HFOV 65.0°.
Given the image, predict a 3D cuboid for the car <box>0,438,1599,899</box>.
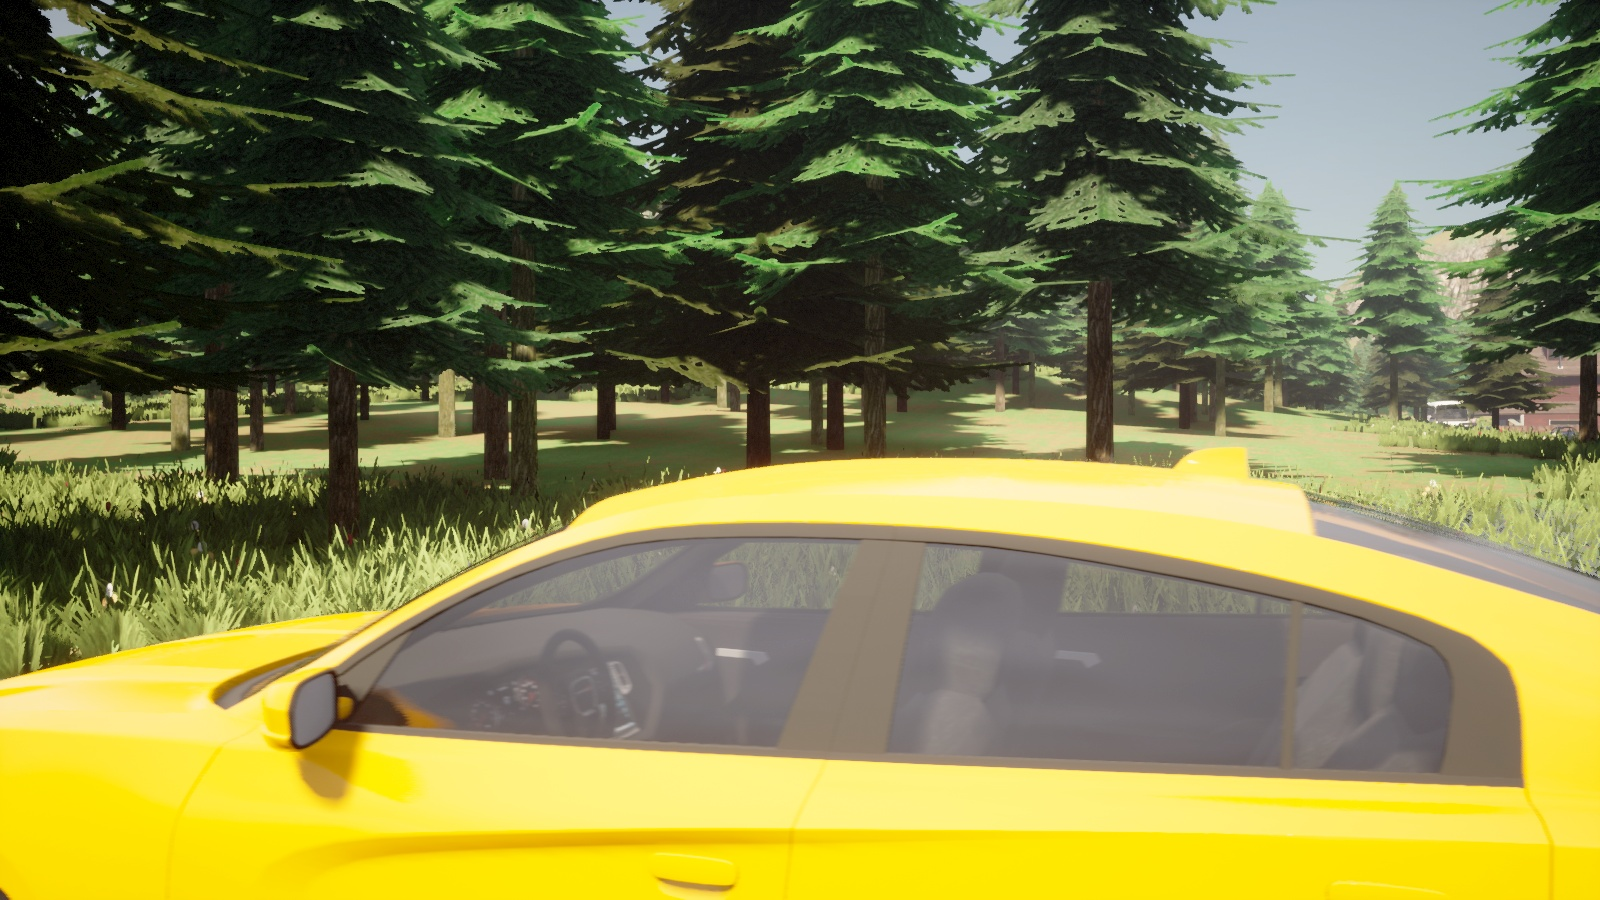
[{"bbox_3d":[0.015,0.758,2.871,5.008,1.535,1.882,1,1,19],"label":"car"}]
